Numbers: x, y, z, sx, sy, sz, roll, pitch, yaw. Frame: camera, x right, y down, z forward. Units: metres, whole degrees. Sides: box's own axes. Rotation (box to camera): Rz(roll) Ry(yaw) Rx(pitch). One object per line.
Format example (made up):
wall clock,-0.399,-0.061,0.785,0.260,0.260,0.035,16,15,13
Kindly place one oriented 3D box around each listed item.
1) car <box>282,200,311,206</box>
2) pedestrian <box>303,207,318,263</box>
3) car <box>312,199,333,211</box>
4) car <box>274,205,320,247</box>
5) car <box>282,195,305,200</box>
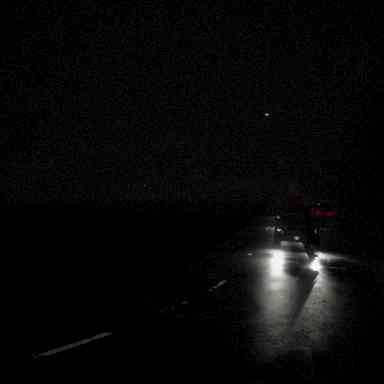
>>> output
car,7.769,1.596,25.259,1.837,1.490,4.892,0,0,17
pedestrian,3.757,1.332,10.665,0.375,1.860,0.375,-2,1,17
car,17.137,1.659,43.660,1.812,1.442,4.674,0,0,17
car,4.876,1.581,15.596,1.812,1.442,4.674,0,0,17
car,10.857,1.332,35.525,2.150,2.045,5.566,0,0,17
